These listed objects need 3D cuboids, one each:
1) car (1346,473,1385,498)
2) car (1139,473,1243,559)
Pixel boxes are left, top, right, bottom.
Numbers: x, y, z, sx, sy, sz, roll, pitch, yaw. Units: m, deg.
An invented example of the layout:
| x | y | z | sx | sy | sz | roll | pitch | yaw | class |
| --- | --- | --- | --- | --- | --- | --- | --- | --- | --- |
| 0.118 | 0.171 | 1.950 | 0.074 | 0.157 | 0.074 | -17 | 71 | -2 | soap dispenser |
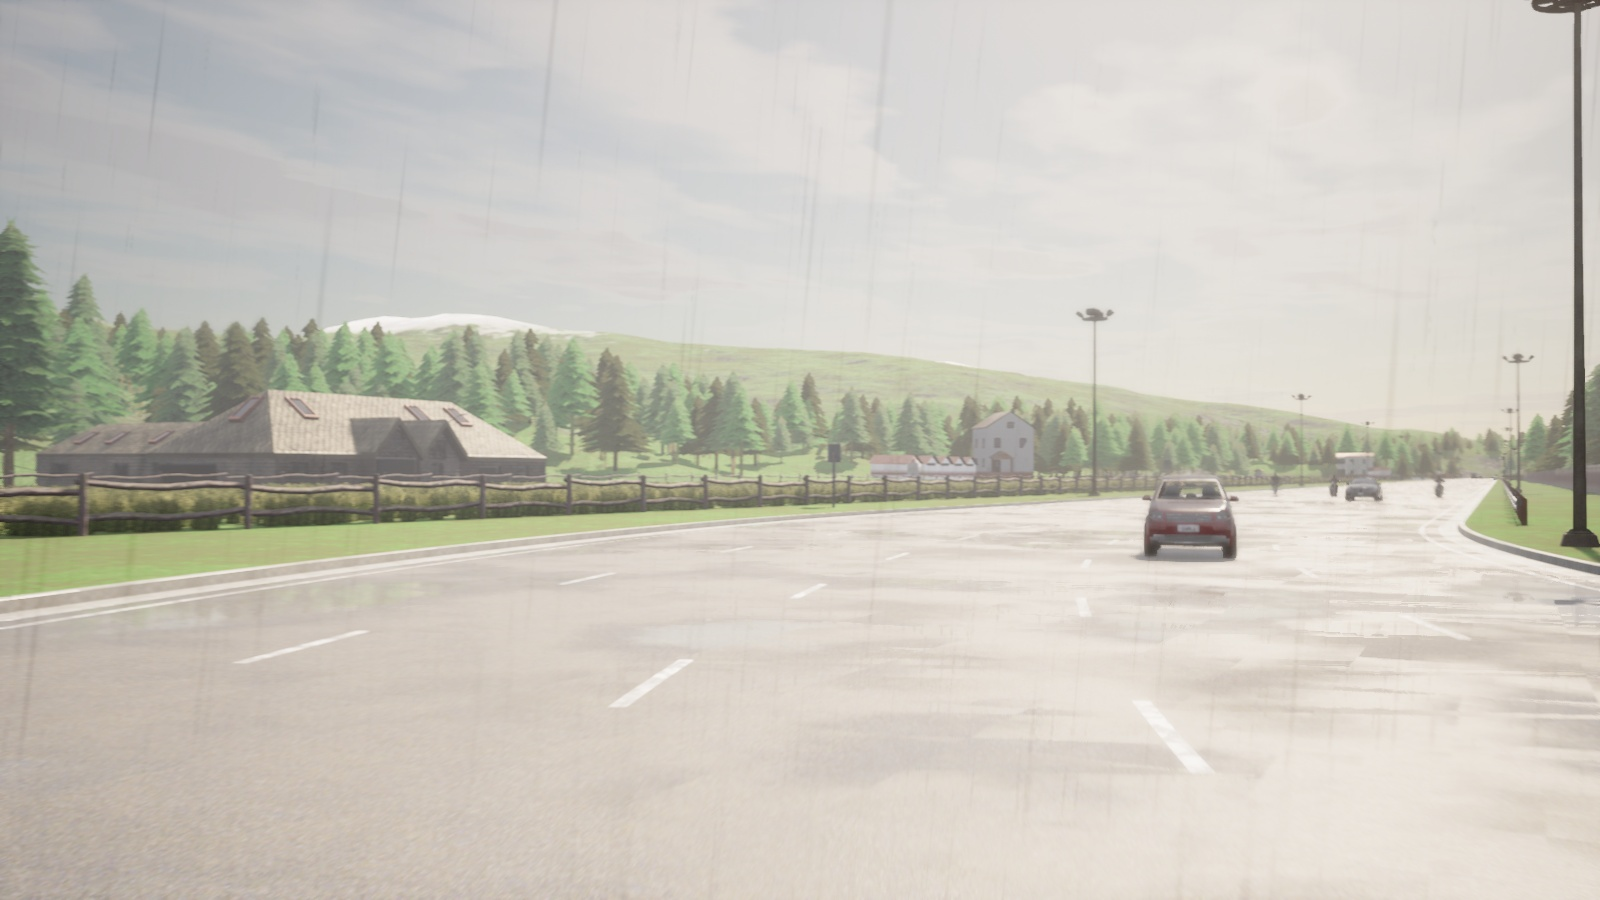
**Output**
| x | y | z | sx | sy | sz | roll | pitch | yaw | class |
| --- | --- | --- | --- | --- | --- | --- | --- | --- | --- |
| 34.883 | 2.159 | 77.403 | 1.812 | 1.442 | 4.674 | -1 | -1 | 29 | car |
| 7.701 | 1.223 | 24.691 | 1.789 | 1.549 | 3.705 | -1 | -1 | 18 | car |
